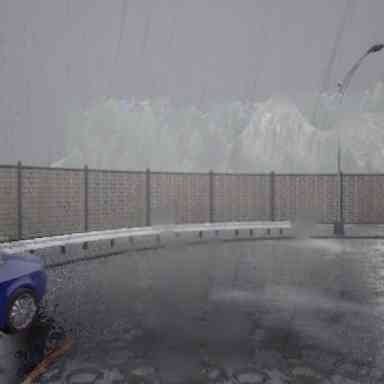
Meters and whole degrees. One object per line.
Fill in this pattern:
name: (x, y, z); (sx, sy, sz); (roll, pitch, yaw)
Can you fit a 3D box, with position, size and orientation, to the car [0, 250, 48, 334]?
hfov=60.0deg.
car: (-3.854, 1.506, 4.225); (1.812, 1.442, 4.674); (-1, 0, 14)
